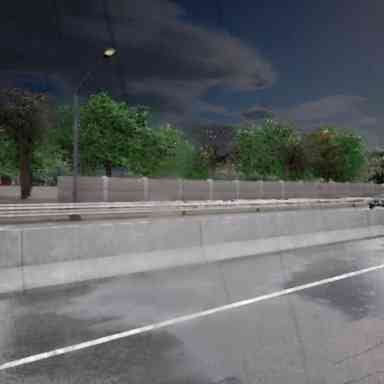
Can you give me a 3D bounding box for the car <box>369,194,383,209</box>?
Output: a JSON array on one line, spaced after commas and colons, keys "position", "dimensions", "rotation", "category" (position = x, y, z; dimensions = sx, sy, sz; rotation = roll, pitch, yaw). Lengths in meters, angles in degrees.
[{"position": [25.346, 1.235, 43.258], "dimensions": [5.566, 2.045, 2.150], "rotation": [1, 0, -35], "category": "car"}]
